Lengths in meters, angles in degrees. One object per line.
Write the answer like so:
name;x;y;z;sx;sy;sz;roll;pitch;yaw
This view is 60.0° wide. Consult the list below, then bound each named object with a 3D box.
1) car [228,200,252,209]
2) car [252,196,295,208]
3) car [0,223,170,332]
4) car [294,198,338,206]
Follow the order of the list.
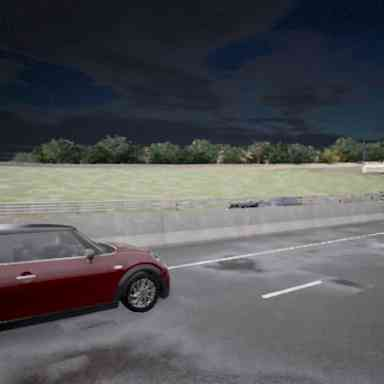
car;5.975;1.448;34.042;4.718;1.301;1.895;-1;0;-35
car;8.257;1.196;31.366;4.553;1.767;2.097;-1;0;-35
car;-2.645;1.353;6.159;4.553;1.767;2.097;0;0;-35
car;11.502;1.354;29.381;4.674;1.442;1.812;-1;0;-35
